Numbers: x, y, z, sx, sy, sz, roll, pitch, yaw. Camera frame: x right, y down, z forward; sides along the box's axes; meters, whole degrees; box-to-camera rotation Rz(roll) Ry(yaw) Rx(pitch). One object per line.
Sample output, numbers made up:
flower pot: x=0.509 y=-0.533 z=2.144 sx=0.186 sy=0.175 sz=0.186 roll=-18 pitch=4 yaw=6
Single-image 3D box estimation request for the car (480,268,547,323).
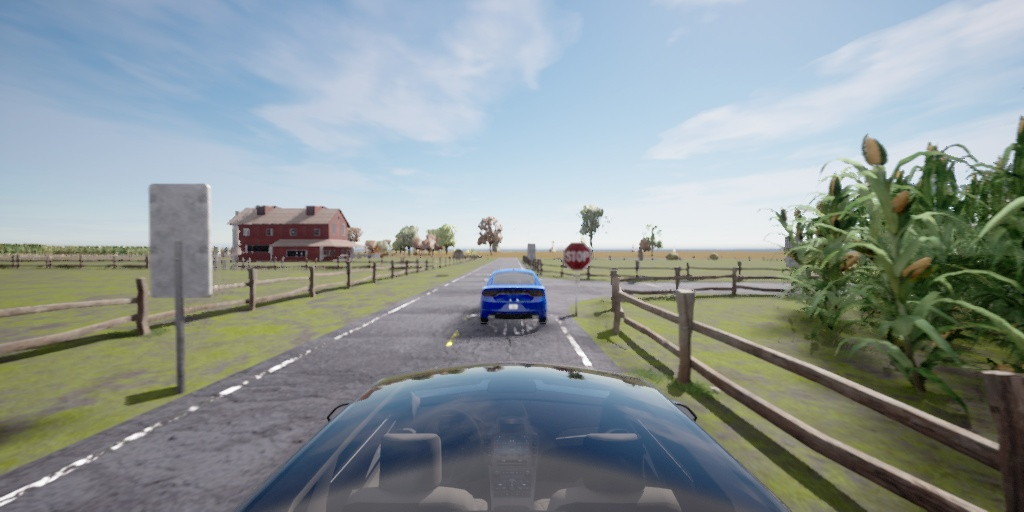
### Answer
car: x=0.059 y=1.142 z=11.777 sx=1.882 sy=1.535 sz=5.008 roll=0 pitch=1 yaw=0
